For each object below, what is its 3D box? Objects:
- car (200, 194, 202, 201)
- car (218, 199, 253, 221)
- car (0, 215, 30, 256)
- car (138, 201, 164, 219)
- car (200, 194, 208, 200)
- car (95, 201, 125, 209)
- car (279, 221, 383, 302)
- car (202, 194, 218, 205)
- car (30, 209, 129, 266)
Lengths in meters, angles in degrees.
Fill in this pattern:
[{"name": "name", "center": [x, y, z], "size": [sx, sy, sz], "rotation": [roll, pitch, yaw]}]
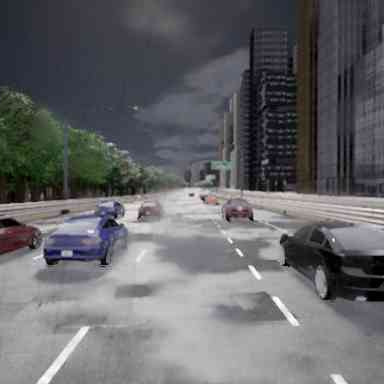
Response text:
[{"name": "car", "center": [3.297, 1.306, 67.766], "size": [2.033, 1.649, 4.856], "rotation": [0, 0, 0]}, {"name": "car", "center": [3.570, 1.310, 26.861], "size": [2.097, 1.767, 4.553], "rotation": [0, 0, 0]}, {"name": "car", "center": [-6.904, 1.507, 11.342], "size": [1.812, 1.442, 4.674], "rotation": [0, 0, 0]}, {"name": "car", "center": [-3.433, 1.482, 28.256], "size": [1.812, 1.442, 4.674], "rotation": [0, 0, 0]}, {"name": "car", "center": [3.245, 1.299, 89.709], "size": [1.837, 1.490, 4.892], "rotation": [0, 0, 0]}, {"name": "car", "center": [-6.933, 1.482, 28.298], "size": [1.812, 1.442, 4.674], "rotation": [0, 0, 0]}, {"name": "car", "center": [3.599, 1.463, 8.310], "size": [1.882, 1.535, 5.008], "rotation": [0, 0, 0]}, {"name": "car", "center": [3.357, 1.253, 56.743], "size": [2.097, 1.767, 4.553], "rotation": [0, 0, 0]}, {"name": "car", "center": [-3.404, 1.507, 11.347], "size": [1.812, 1.442, 4.674], "rotation": [0, 0, 0]}]
